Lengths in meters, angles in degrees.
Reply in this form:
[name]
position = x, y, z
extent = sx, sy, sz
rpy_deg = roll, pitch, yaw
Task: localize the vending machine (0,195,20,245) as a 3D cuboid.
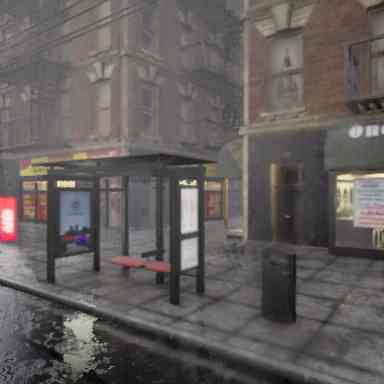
[vending machine]
position = -8.317, 1.190, 14.556
extent = 0.880, 2.100, 1.100
rpy_deg = 0, 0, 34
